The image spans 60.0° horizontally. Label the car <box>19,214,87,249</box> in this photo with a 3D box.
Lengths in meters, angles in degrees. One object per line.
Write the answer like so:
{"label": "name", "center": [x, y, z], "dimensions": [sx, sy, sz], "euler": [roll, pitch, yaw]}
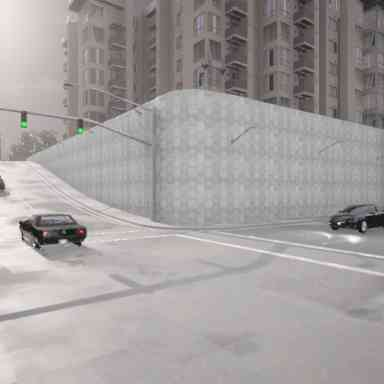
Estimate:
{"label": "car", "center": [-6.258, 1.599, 14.604], "dimensions": [1.895, 1.301, 4.718], "euler": [0, 0, -36]}

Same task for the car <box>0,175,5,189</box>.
{"label": "car", "center": [-21.135, -1.277, 35.308], "dimensions": [1.994, 1.385, 4.181], "euler": [0, 12, -36]}

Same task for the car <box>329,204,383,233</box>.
{"label": "car", "center": [10.109, 1.503, 19.806], "dimensions": [4.892, 1.490, 1.837], "euler": [0, 0, -36]}
